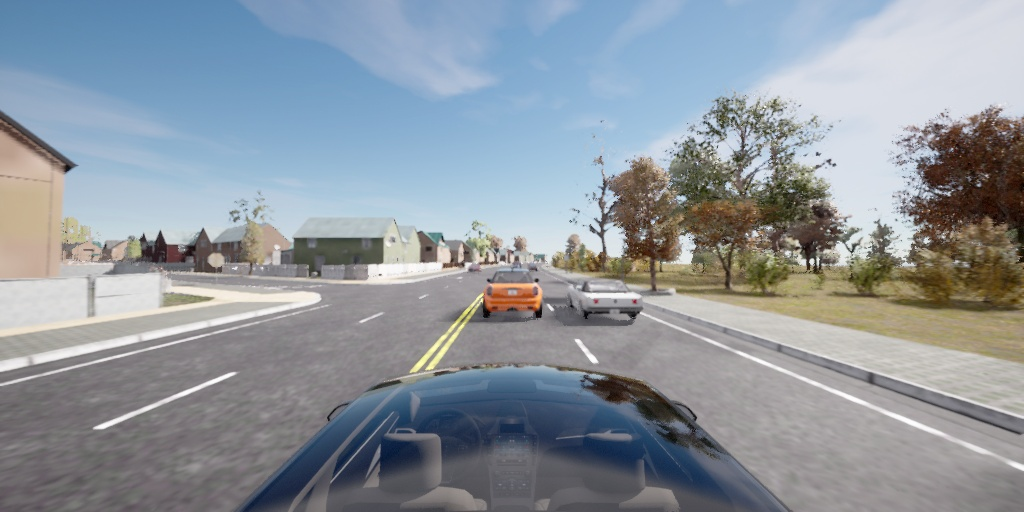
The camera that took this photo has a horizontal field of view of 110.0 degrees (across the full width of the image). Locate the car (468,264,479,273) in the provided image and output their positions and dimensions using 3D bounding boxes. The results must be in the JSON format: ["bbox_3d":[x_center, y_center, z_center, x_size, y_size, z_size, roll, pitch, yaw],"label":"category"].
[{"bbox_3d":[-6.208,2.029,59.880,1.812,1.442,4.674,0,-1,2],"label":"car"}]

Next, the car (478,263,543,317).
[{"bbox_3d":[0.040,1.267,14.160,2.097,1.767,4.553,0,-1,1],"label":"car"}]

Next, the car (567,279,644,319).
[{"bbox_3d":[3.282,1.509,13.590,1.895,1.301,4.718,0,-1,1],"label":"car"}]

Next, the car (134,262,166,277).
[{"bbox_3d":[-39.605,1.445,38.917,4.553,1.767,2.097,0,-2,31],"label":"car"}]
